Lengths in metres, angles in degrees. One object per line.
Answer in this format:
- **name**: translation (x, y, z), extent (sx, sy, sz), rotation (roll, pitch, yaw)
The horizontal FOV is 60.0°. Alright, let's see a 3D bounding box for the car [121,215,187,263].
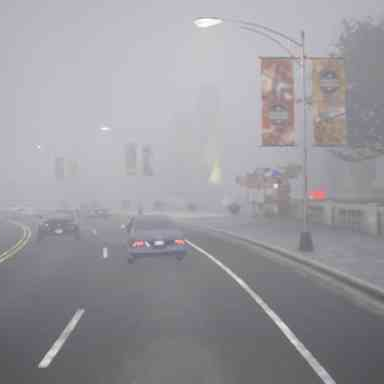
- **car**: translation (-1.516, 1.532, 12.101), extent (2.033, 1.411, 5.357), rotation (-1, 0, -13)

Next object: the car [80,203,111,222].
- **car**: translation (-8.346, 1.599, 27.263), extent (2.033, 1.411, 5.357), rotation (-1, 0, -34)

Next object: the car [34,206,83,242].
- **car**: translation (-6.755, 1.584, 16.990), extent (1.812, 1.442, 4.674), rotation (-1, 0, -21)

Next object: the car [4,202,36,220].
- **car**: translation (-15.683, 1.690, 30.580), extent (1.812, 1.442, 4.674), rotation (-1, 0, -44)
